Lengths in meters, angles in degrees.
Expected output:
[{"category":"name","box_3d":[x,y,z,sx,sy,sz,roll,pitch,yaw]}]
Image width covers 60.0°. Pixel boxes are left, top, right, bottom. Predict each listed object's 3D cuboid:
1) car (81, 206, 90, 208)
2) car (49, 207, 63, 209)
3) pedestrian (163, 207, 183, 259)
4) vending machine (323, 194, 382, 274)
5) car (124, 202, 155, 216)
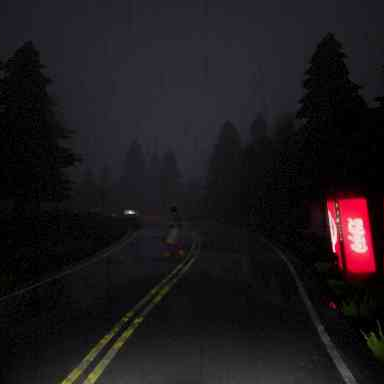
[{"category":"car","box_3d":[-14.112,2.655,44.276,4.674,1.442,1.812,-6,-7,33]},{"category":"car","box_3d":[-16.811,2.569,42.104,4.718,1.301,1.895,-6,-7,28]},{"category":"pedestrian","box_3d":[-0.617,1.342,11.537,0.375,1.860,0.375,4,-5,8]},{"category":"vending machine","box_3d":[4.565,1.179,9.571,1.100,2.100,0.880,-6,-6,9]},{"category":"car","box_3d":[-5.941,1.921,37.048,2.128,1.511,4.902,4,-5,-38]}]
